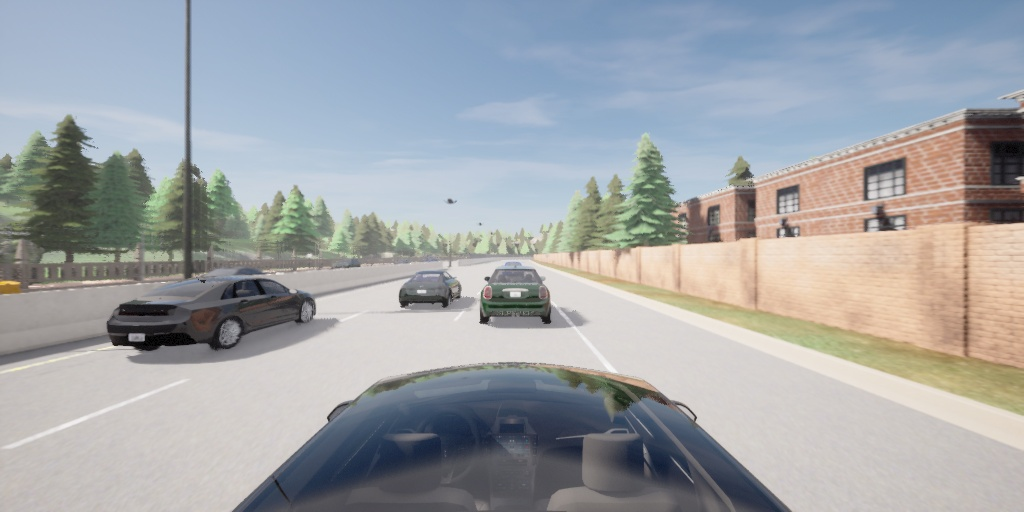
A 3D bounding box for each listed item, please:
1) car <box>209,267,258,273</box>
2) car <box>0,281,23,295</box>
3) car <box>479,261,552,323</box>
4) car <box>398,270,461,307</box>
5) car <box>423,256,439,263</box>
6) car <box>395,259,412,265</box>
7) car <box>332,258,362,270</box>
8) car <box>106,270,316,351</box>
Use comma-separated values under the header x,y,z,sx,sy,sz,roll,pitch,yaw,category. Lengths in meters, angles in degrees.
x,y,z,sx,sy,sz,roll,pitch,yaw,category
-14.090,1.272,17.978,1.812,1.442,4.674,0,0,0,car
-17.601,1.225,10.018,1.882,1.535,5.008,0,0,0,car
0.097,1.100,12.206,2.097,1.767,4.553,0,0,0,car
-3.404,1.311,15.513,1.994,1.385,4.181,0,0,0,car
-14.105,1.065,62.927,2.150,2.045,5.566,0,0,-1,car
-17.557,1.248,58.262,1.837,1.490,4.892,0,0,0,car
-21.057,1.091,45.841,2.097,1.767,4.553,0,0,0,car
-6.902,1.253,9.016,1.837,1.490,4.892,0,0,0,car
